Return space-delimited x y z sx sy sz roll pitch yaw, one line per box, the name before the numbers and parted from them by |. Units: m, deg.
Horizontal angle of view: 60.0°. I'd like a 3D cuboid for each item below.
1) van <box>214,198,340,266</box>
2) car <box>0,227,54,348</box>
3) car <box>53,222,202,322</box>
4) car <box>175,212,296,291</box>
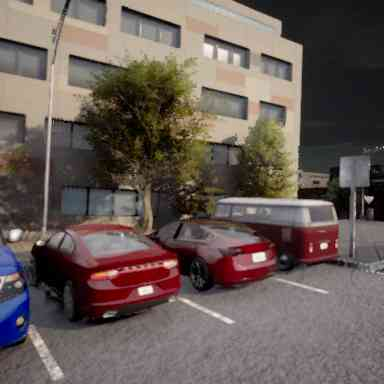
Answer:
van | 2.310 1.196 10.756 1.878 1.987 4.442 0 0 -35
car | -4.410 1.234 5.787 2.435 2.045 5.566 -1 1 -35
car | -2.196 1.446 7.399 2.097 1.535 5.008 -1 1 -36
car | 0.092 1.452 9.068 2.163 1.488 4.792 -1 0 -35
